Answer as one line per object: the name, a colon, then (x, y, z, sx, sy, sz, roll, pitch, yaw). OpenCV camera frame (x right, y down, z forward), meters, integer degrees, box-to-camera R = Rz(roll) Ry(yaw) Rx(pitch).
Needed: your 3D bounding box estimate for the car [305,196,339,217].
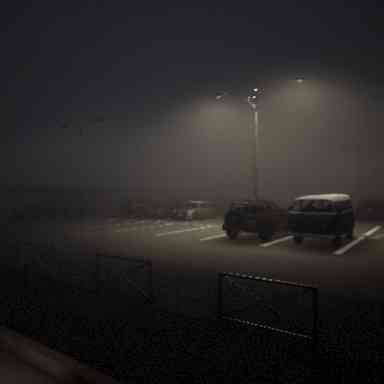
car: (13.734, 1.482, 35.047, 1.970, 1.475, 3.806, 0, 0, 36)

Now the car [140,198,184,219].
car: (-2.143, 1.471, 27.904, 1.784, 1.438, 3.905, 0, 0, 36)

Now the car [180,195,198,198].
car: (-0.001, 1.285, 44.891, 1.932, 1.855, 4.605, 0, 0, 36)

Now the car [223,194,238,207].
car: (7.926, 1.537, 60.796, 1.970, 1.475, 3.806, 0, 0, 36)

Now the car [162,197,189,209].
car: (-2.308, 1.503, 46.642, 1.784, 1.438, 3.905, 0, 0, 36)

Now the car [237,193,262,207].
car: (10.264, 1.290, 59.089, 1.905, 1.878, 3.866, 0, 0, 36)

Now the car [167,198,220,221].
car: (0.201, 1.495, 26.204, 1.970, 1.475, 3.806, 0, 0, 36)

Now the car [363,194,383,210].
car: (26.175, 1.238, 47.603, 1.905, 1.878, 3.866, 0, 0, 36)

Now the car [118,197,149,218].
car: (-4.346, 1.268, 29.438, 1.932, 1.855, 4.605, 0, 0, 36)
